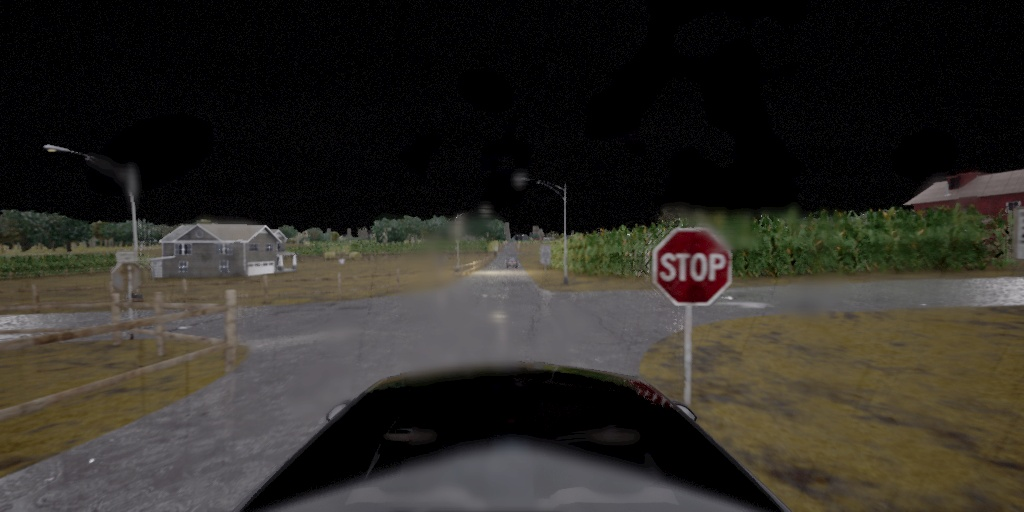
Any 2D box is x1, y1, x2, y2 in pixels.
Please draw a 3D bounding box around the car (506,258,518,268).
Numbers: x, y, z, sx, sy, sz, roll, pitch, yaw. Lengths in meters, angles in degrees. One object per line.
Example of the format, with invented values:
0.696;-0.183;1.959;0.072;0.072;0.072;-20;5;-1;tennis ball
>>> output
0.003;1.203;59.785;2.128;1.511;4.902;0;1;0;car
